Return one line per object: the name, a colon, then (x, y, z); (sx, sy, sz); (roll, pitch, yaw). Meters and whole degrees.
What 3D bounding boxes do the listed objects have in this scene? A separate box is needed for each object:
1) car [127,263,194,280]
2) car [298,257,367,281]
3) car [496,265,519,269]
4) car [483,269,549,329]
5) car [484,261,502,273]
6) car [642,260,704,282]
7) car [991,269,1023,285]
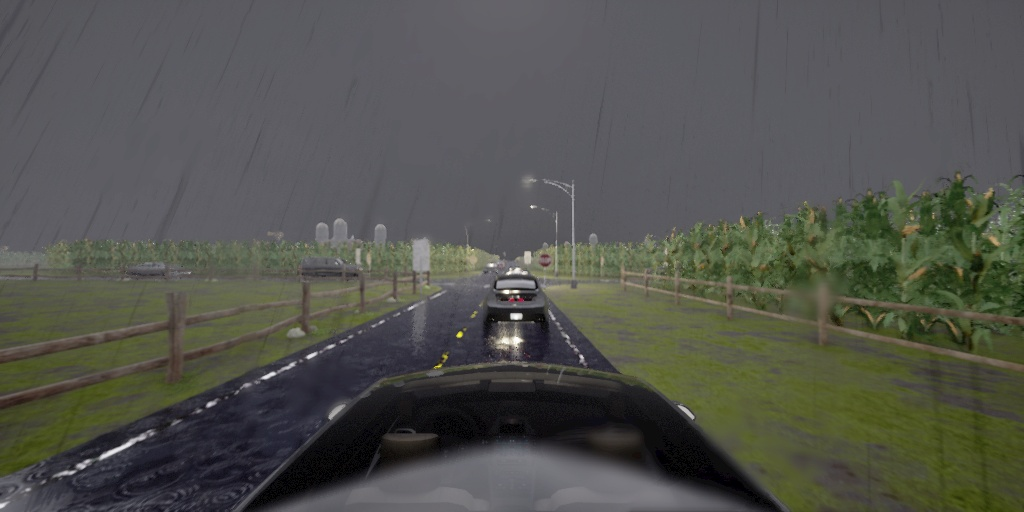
car: (-31.079, 1.334, 31.842); (4.902, 1.511, 2.128); (0, -1, 1)
car: (-15.816, 1.140, 31.692); (5.566, 2.045, 2.150); (1, -1, 0)
car: (0.418, 1.490, 22.591); (2.033, 1.411, 5.357); (0, -1, 4)
car: (0.109, 1.348, 11.731); (1.837, 1.490, 4.892); (0, -1, 0)
car: (-2.784, 1.720, 49.080); (2.033, 1.411, 5.357); (0, 0, 0)
car: (15.383, 1.390, 34.271); (5.566, 2.045, 2.150); (0, -1, 1)
car: (49.231, 1.979, 33.785); (5.357, 1.411, 2.033); (0, -1, 1)
